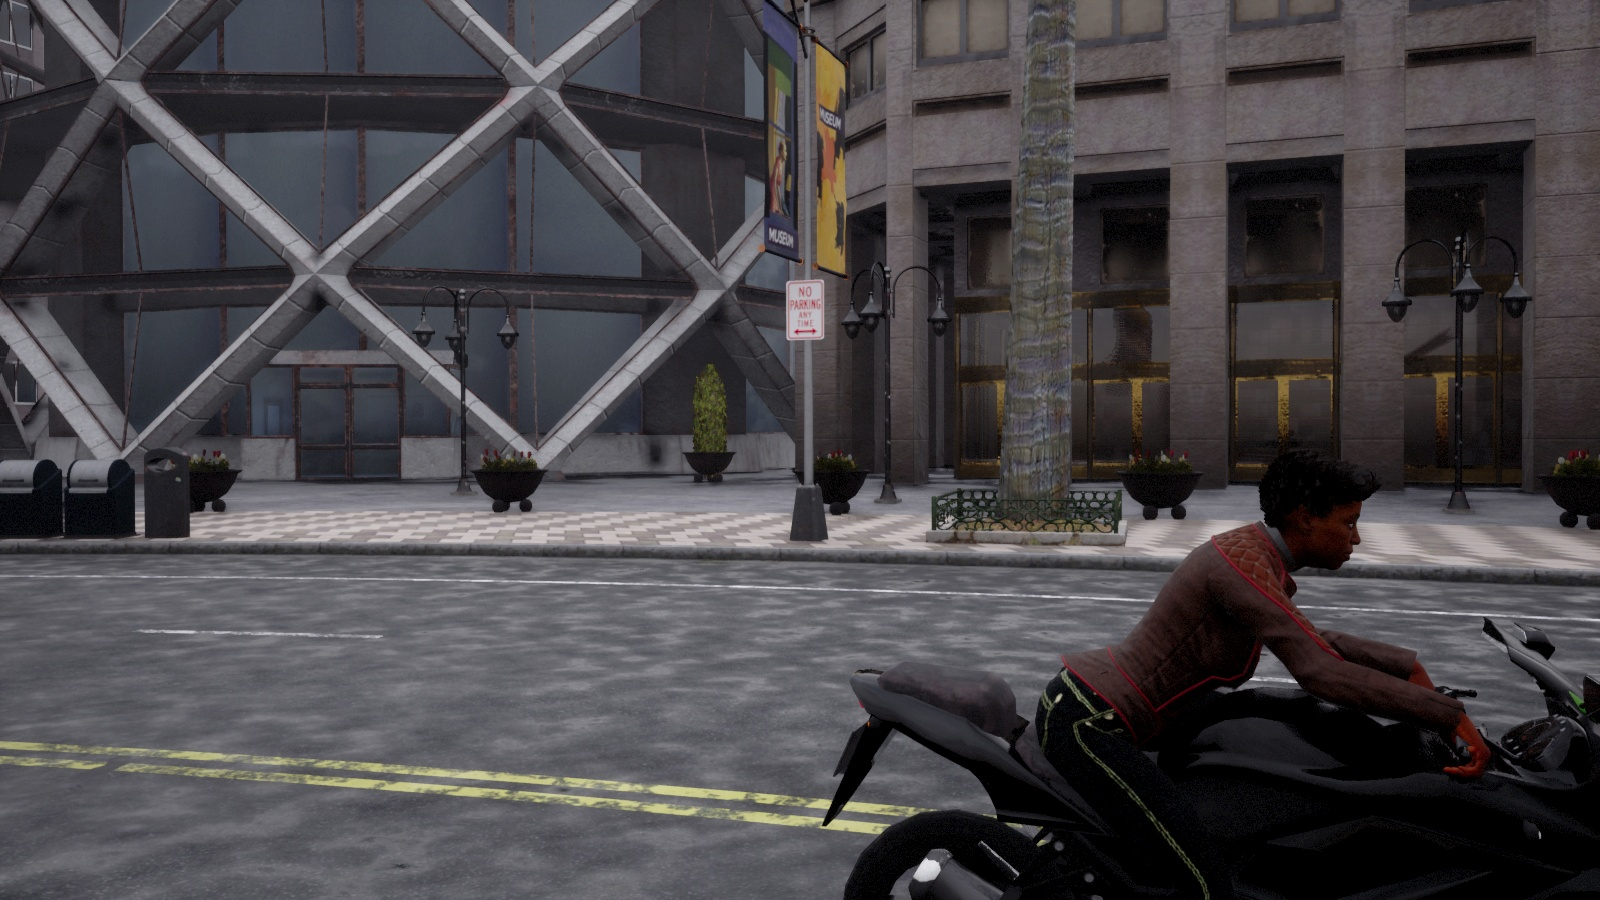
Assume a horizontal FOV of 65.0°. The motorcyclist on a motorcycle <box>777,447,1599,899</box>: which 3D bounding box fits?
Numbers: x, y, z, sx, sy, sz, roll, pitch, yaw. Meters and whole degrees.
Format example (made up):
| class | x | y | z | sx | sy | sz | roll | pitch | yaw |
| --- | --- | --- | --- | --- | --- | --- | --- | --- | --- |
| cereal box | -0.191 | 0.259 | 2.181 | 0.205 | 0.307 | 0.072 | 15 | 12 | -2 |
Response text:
| class | x | y | z | sx | sy | sz | roll | pitch | yaw |
| --- | --- | --- | --- | --- | --- | --- | --- | --- | --- |
| motorcyclist on a motorcycle | 1.045 | 0.766 | 2.889 | 2.044 | 1.523 | 0.797 | 1 | 1 | 19 |
